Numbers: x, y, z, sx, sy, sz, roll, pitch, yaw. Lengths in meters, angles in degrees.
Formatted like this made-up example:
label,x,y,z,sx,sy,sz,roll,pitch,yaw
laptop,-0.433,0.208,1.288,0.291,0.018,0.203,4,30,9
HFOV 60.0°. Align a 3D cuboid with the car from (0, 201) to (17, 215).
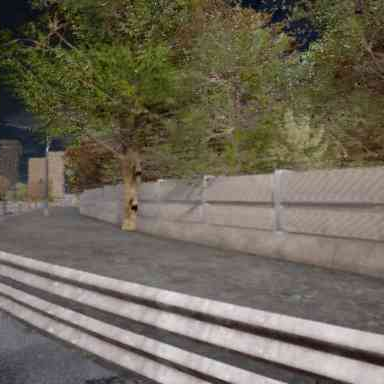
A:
label,x,y,z,sx,sy,sz,roll,pitch,yaw
car,-24.224,1.973,42.331,2.097,1.767,4.553,1,-1,-19
